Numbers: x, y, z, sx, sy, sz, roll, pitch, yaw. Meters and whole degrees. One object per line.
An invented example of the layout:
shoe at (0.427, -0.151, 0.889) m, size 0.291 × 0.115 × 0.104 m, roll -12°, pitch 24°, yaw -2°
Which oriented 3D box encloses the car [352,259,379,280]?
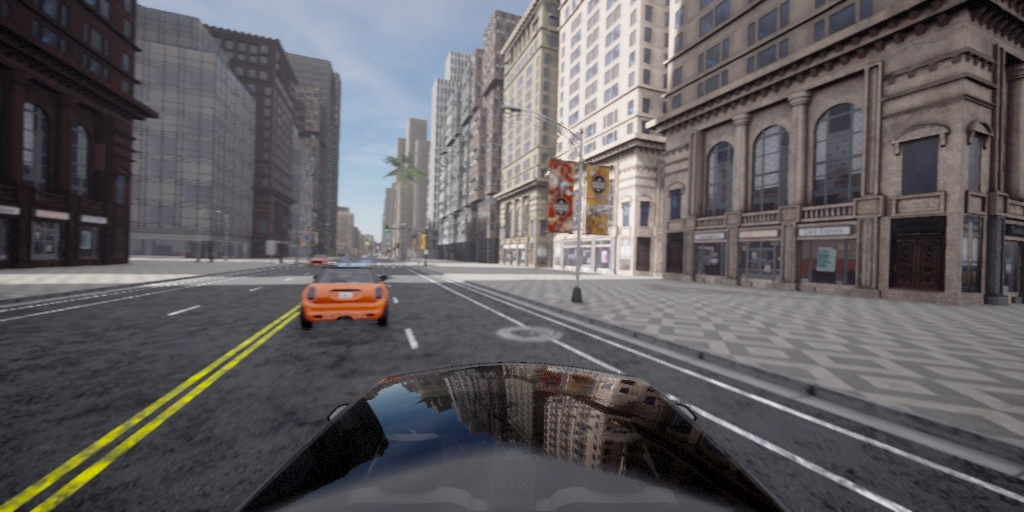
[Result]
car at (-11.669, 1.034, 28.737) m, size 1.812 × 1.442 × 4.674 m, roll 2°, pitch 0°, yaw -21°

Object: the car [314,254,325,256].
car at (-26.703, 0.516, 49.755) m, size 2.097 × 1.767 × 4.553 m, roll 2°, pitch 0°, yaw -21°

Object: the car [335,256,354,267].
car at (-23.716, 0.802, 51.030) m, size 2.033 × 1.411 × 5.357 m, roll 2°, pitch 0°, yaw -21°

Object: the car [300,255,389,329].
car at (-4.949, 0.991, 11.045) m, size 2.097 × 1.767 × 4.553 m, roll 2°, pitch 0°, yaw -21°
